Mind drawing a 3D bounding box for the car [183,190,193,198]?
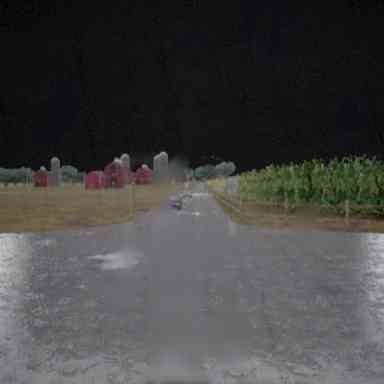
[{"bbox_3d":[-0.896,0.341,62.090,1.837,1.490,4.892,0,3,2],"label":"car"}]

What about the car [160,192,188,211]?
[{"bbox_3d":[-1.799,0.982,31.164,2.033,1.411,5.357,0,1,2],"label":"car"}]
